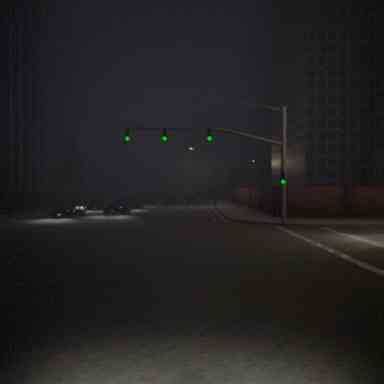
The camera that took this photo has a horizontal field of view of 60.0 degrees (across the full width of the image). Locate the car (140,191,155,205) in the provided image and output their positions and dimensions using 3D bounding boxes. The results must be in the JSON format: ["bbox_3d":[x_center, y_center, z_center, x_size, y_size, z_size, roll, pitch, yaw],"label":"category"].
[{"bbox_3d":[-7.063,0.942,51.587,2.150,2.045,5.566,0,0,1],"label":"car"}]

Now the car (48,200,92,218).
[{"bbox_3d":[-10.647,1.390,28.981,2.033,1.411,5.357,0,0,-3],"label":"car"}]

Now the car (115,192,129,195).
[{"bbox_3d":[-10.577,0.952,49.744,2.150,2.045,5.566,0,0,0],"label":"car"}]

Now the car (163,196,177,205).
[{"bbox_3d":[-3.423,1.267,51.732,2.033,1.411,5.357,0,0,0],"label":"car"}]

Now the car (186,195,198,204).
[{"bbox_3d":[-0.022,1.259,56.357,1.994,1.385,4.181,0,0,0],"label":"car"}]

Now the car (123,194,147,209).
[{"bbox_3d":[-7.107,1.303,41.062,1.812,1.442,4.674,0,0,0],"label":"car"}]

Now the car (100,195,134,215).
[{"bbox_3d":[-7.092,1.352,31.969,1.812,1.442,4.674,0,0,0],"label":"car"}]

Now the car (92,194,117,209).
[{"bbox_3d":[-10.612,1.336,39.055,2.033,1.411,5.357,0,0,0],"label":"car"}]
